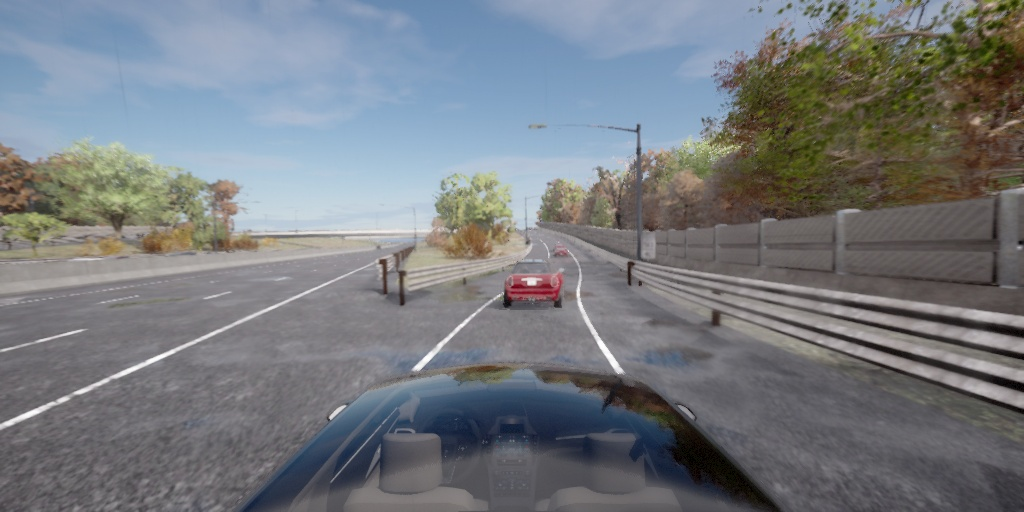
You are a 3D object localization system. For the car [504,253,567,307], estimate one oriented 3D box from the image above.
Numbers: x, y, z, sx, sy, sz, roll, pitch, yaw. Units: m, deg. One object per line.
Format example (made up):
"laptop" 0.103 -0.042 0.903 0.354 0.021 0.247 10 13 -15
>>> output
"car" 1.021 0.908 14.510 2.097 1.767 4.553 -1 1 9

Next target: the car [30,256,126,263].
"car" -31.647 0.903 26.412 1.812 1.442 4.674 -2 2 -14

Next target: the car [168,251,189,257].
"car" -39.593 0.275 42.931 2.097 1.767 4.553 -2 2 -14

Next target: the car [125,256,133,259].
"car" -41.864 0.698 37.801 1.812 1.442 4.674 -2 2 -14

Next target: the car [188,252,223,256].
"car" -36.131 0.369 43.535 2.033 1.411 5.357 -2 2 -14

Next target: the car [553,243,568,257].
"car" 7.009 -0.623 51.338 1.812 1.442 4.674 -1 4 6

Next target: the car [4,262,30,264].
"car" -35.005 1.093 25.440 1.895 1.301 4.718 -2 2 -14

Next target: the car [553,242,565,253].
"car" 7.968 -1.514 61.368 1.812 1.442 4.674 -1 6 4
